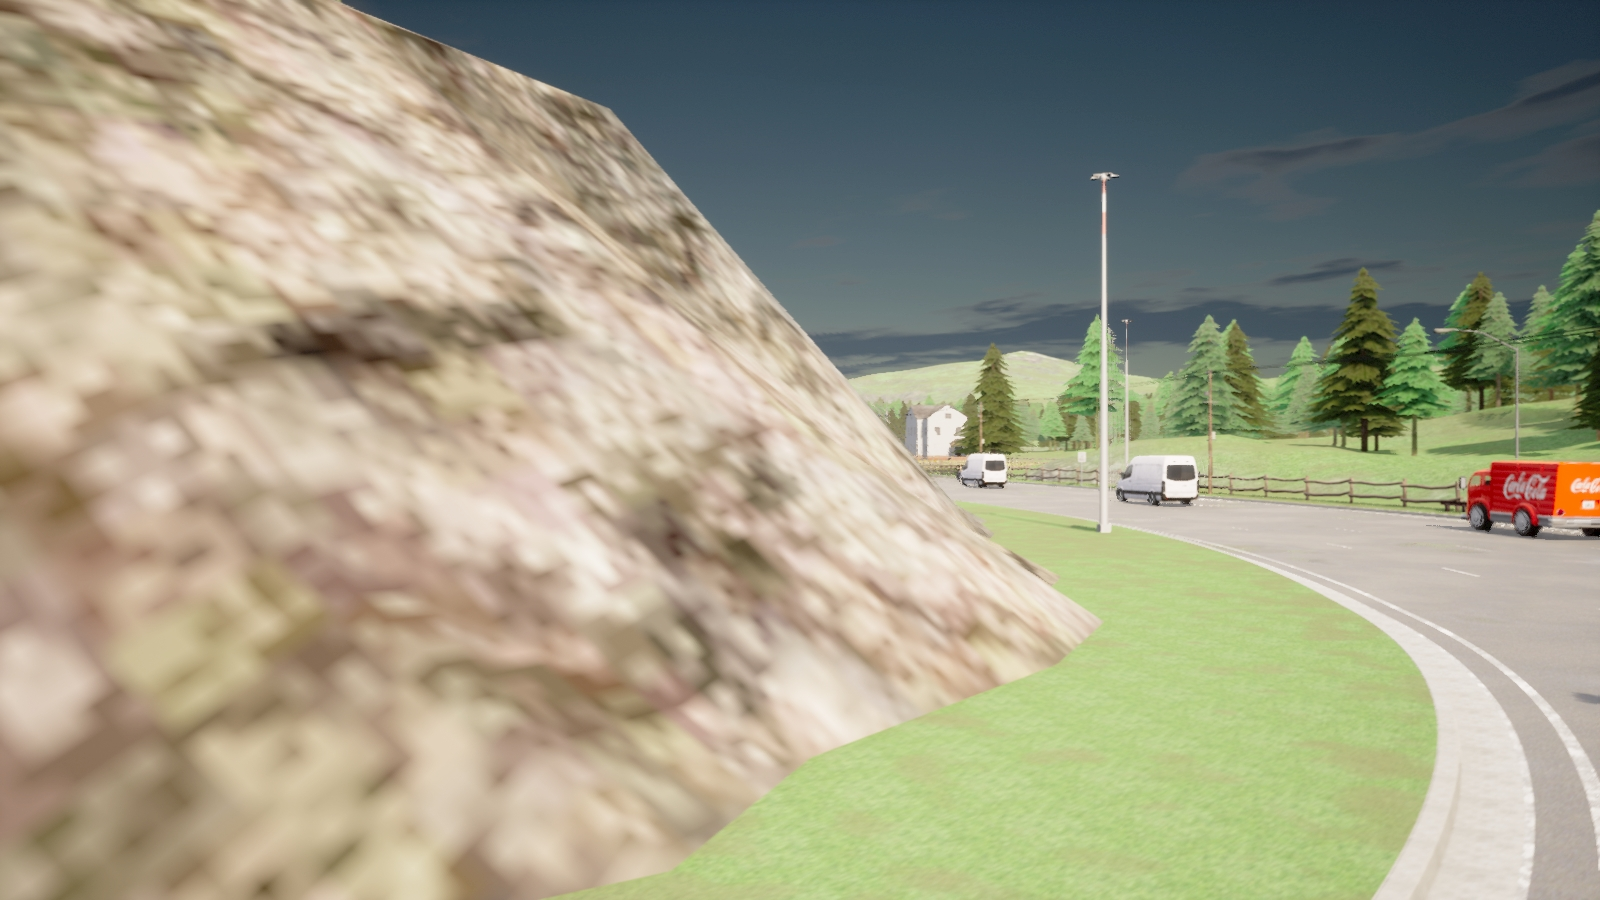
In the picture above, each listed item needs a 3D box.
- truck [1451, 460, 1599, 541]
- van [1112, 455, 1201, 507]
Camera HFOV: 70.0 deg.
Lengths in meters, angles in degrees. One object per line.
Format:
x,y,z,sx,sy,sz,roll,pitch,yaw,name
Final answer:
24.588,1.599,38.202,2.627,2.467,5.204,0,0,-1,truck
18.569,1.575,59.843,1.988,2.561,5.915,0,0,-9,van
